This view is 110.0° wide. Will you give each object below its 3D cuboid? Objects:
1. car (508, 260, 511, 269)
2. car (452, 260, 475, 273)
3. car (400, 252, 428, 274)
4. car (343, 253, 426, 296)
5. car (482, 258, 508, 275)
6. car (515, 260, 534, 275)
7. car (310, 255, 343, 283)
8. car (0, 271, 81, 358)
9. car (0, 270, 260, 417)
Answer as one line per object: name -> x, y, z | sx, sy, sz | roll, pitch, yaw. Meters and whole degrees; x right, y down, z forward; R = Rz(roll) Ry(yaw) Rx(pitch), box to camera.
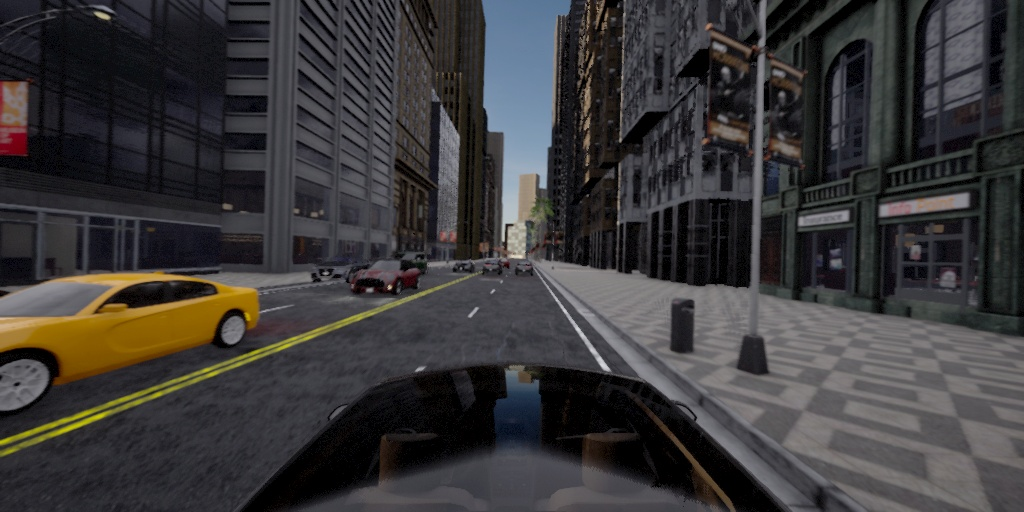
car -> -1.280, 1.110, 55.054 | 1.882, 1.535, 5.008 | 2, 0, 2
car -> -5.199, 1.110, 39.267 | 1.994, 1.385, 4.181 | 2, 0, 2
car -> -8.832, 0.674, 30.716 | 2.150, 2.045, 5.566 | 2, 0, 2
car -> -6.082, 0.903, 17.788 | 2.097, 1.767, 4.553 | 2, 0, 2
car -> -1.965, 1.134, 37.608 | 2.128, 1.511, 4.902 | 2, 0, 3
car -> 1.321, 1.229, 38.098 | 2.128, 1.511, 4.902 | 2, 0, 3
car -> -9.158, 0.665, 19.764 | 1.994, 1.385, 4.181 | 2, 0, 2
car -> -9.813, 1.024, 5.198 | 1.994, 1.385, 4.181 | 2, 0, 2
car -> -6.532, 1.033, 5.774 | 1.882, 1.535, 5.008 | 2, 0, 2
